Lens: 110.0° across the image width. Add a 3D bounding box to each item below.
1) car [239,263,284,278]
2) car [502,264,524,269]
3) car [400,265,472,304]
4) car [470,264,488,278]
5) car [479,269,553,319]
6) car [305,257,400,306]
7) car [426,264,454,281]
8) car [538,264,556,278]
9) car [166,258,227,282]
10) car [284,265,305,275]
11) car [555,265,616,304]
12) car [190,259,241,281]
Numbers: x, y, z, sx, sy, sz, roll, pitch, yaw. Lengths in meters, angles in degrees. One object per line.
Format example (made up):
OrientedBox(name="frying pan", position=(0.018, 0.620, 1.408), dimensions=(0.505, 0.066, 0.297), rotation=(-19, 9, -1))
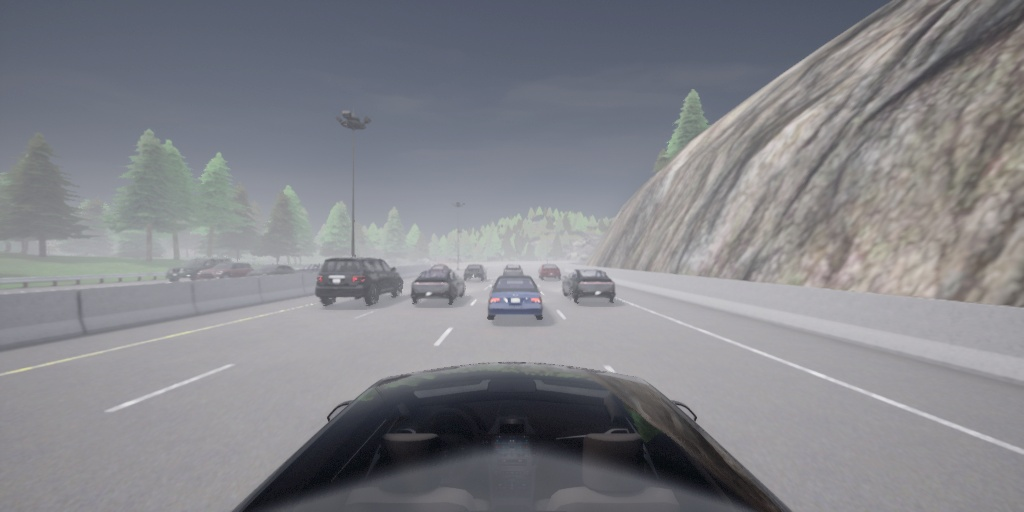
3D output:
OrientedBox(name="car", position=(-21.080, 1.502, 31.666), dimensions=(1.837, 1.490, 4.892), rotation=(0, -1, 0))
OrientedBox(name="car", position=(0.109, 1.504, 33.650), dimensions=(2.128, 1.511, 4.902), rotation=(0, 0, 0))
OrientedBox(name="car", position=(-3.394, 1.368, 17.070), dimensions=(2.128, 1.511, 4.902), rotation=(0, 0, 0))
OrientedBox(name="car", position=(-3.391, 1.518, 33.749), dimensions=(1.837, 1.490, 4.892), rotation=(0, 0, 0))
OrientedBox(name="car", position=(0.103, 1.392, 13.215), dimensions=(2.033, 1.411, 5.357), rotation=(0, 0, 0))
OrientedBox(name="car", position=(-6.895, 1.095, 16.781), dimensions=(2.150, 2.045, 5.566), rotation=(0, -1, 0))
OrientedBox(name="car", position=(-6.905, 1.547, 34.728), dimensions=(1.812, 1.442, 4.674), rotation=(0, 0, 0))
OrientedBox(name="car", position=(3.609, 1.503, 35.240), dimensions=(1.882, 1.535, 5.008), rotation=(0, 0, 0))
OrientedBox(name="car", position=(-28.084, 1.224, 32.641), dimensions=(2.150, 2.045, 5.566), rotation=(0, 0, 0))
OrientedBox(name="car", position=(-17.580, 1.491, 32.109), dimensions=(2.128, 1.511, 4.902), rotation=(0, 0, 0))
OrientedBox(name="car", position=(3.605, 1.371, 17.452), dimensions=(2.128, 1.511, 4.902), rotation=(0, 0, 0))
OrientedBox(name="car", position=(-24.581, 1.343, 31.040), dimensions=(2.097, 1.767, 4.553), rotation=(0, -1, 0))
